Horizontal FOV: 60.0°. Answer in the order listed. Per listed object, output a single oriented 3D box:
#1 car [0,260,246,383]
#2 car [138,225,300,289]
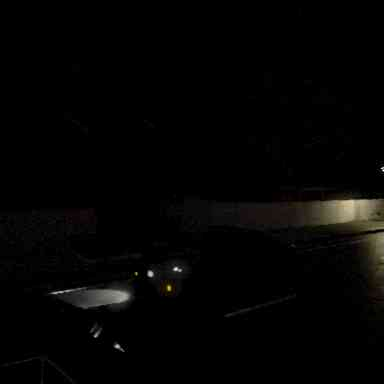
[{"bbox_3d":[-1.936,1.601,2.305,4.718,1.301,1.895,0,0,-35],"label":"car"},{"bbox_3d":[0.746,1.546,8.206,4.181,1.385,1.994,0,0,-35],"label":"car"}]
